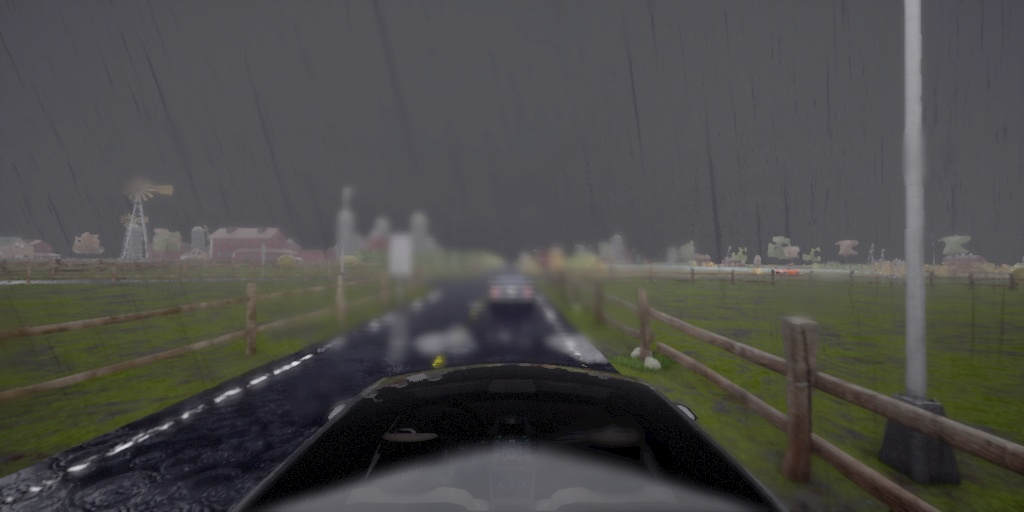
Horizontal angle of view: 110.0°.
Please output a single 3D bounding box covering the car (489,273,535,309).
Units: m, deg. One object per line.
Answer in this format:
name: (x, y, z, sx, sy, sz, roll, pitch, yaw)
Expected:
car: (-0.001, 1.435, 15.858, 2.033, 1.411, 5.357, 0, -1, 0)
